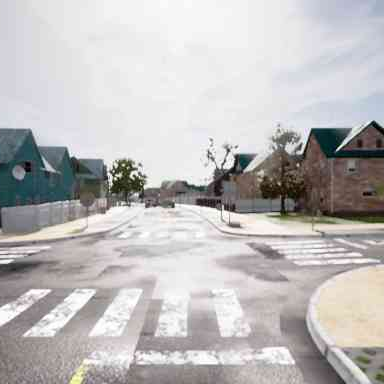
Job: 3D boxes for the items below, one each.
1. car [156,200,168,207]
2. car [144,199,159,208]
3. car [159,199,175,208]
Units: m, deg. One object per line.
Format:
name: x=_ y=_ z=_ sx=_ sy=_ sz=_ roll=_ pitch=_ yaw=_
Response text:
car: x=-6.007 y=2.214 z=66.289 sx=1.895 sy=1.301 sz=4.718 roll=0 pitch=-1 yaw=-13
car: x=-7.500 y=2.041 z=59.998 sx=1.812 sy=1.442 sz=4.674 roll=0 pitch=-1 yaw=-10
car: x=-4.022 y=1.968 z=56.365 sx=1.837 sy=1.490 sz=4.892 roll=0 pitch=-1 yaw=-10
